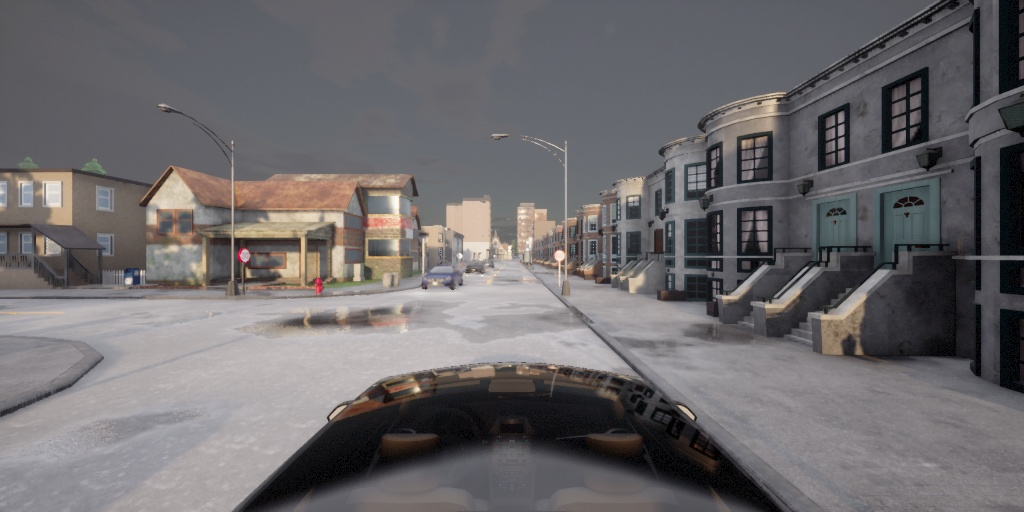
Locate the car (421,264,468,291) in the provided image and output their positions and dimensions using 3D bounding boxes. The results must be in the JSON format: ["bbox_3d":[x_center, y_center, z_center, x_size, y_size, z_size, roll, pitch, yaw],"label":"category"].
[{"bbox_3d":[-4.167,1.276,22.153,1.812,1.442,4.674,0,0,2],"label":"car"}]

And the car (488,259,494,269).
[{"bbox_3d":[-3.869,1.242,57.817,2.128,1.511,4.902,0,0,1],"label":"car"}]

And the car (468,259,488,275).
[{"bbox_3d":[-3.991,1.257,39.786,1.837,1.490,4.892,0,-1,0],"label":"car"}]
